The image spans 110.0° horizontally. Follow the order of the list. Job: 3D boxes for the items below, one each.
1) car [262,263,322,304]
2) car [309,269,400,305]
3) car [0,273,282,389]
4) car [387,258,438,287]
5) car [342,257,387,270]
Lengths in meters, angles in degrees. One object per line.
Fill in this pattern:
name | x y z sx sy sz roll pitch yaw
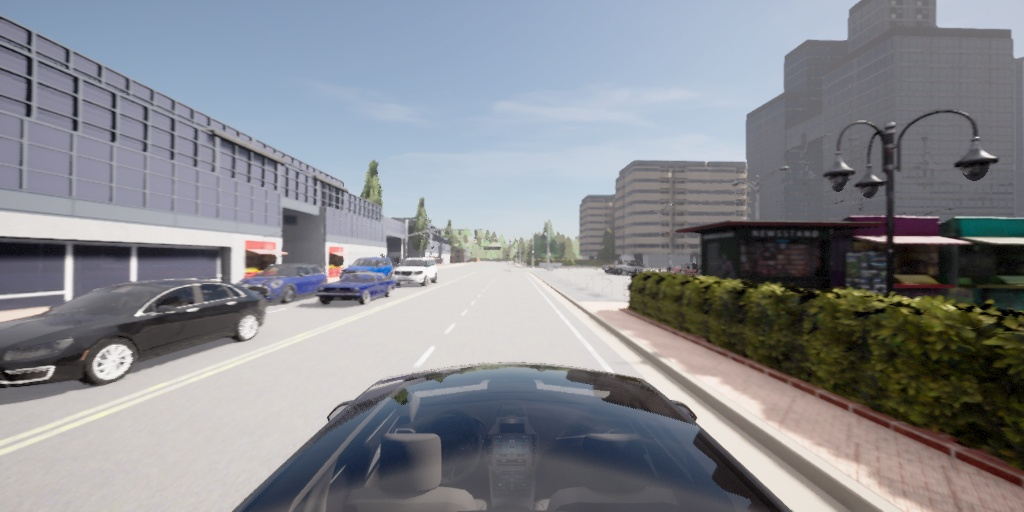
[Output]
car | -10.495 1.158 16.663 2.097 1.767 4.553 0 0 0
car | -6.997 1.433 16.607 1.895 1.301 4.718 0 -1 0
car | -7.098 1.250 7.056 1.837 1.490 4.892 0 -1 0
car | -7.009 1.142 26.584 2.150 2.045 5.566 0 -1 0
car | -10.511 1.113 26.467 2.150 2.045 5.566 0 0 0
